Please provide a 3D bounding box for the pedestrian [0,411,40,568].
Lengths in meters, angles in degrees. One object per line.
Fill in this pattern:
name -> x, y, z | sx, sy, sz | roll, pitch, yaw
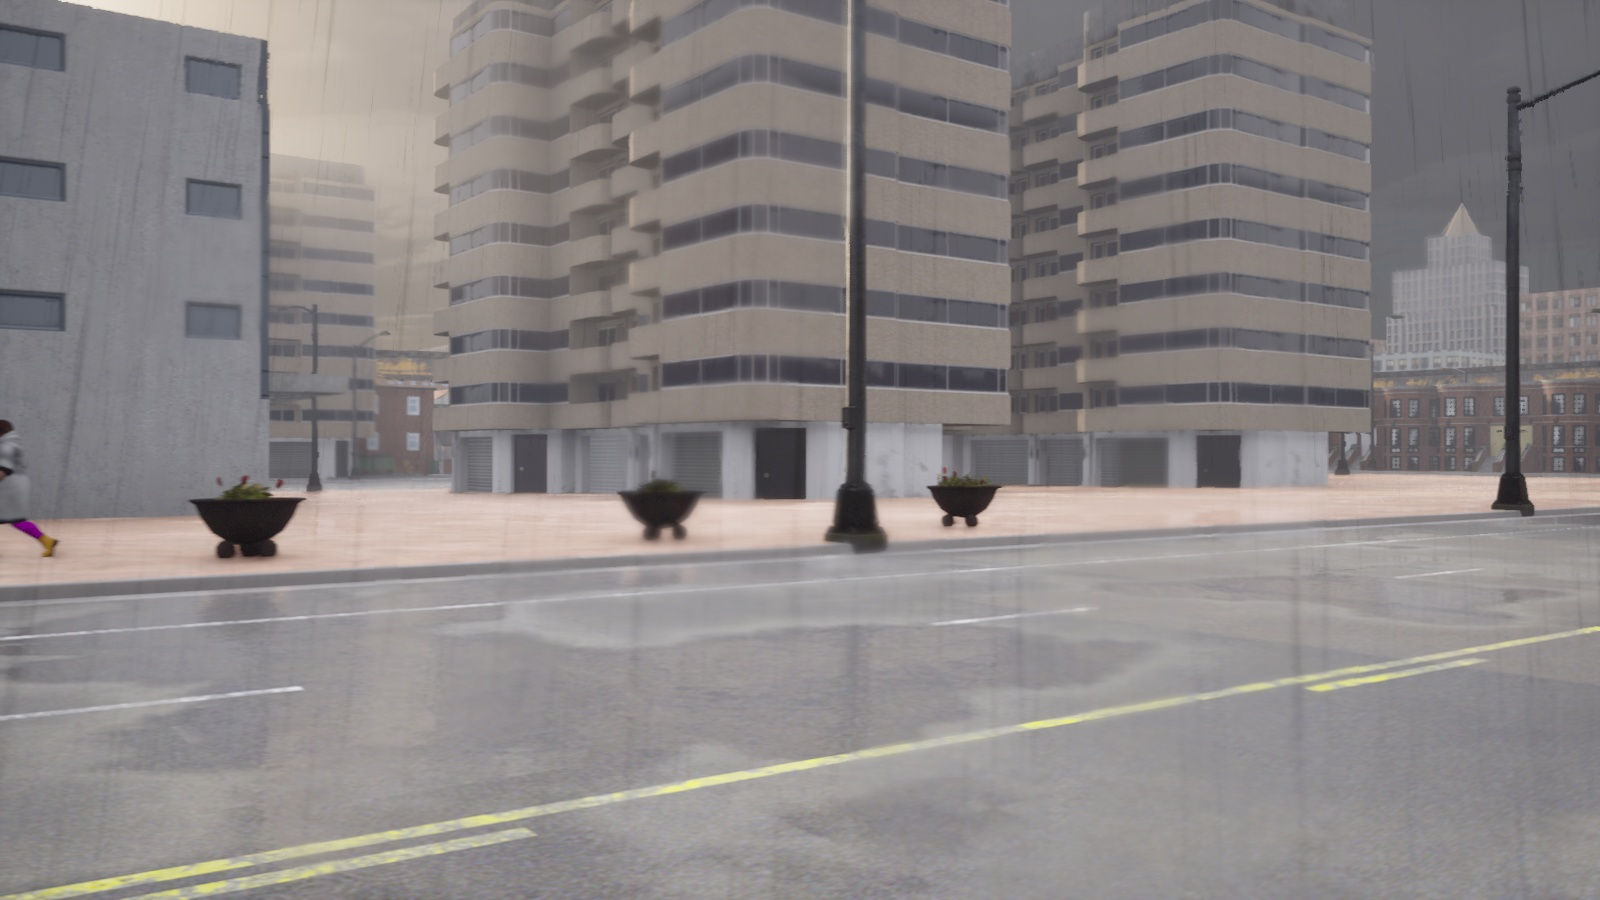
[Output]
pedestrian -> -10.158, 0.491, 15.916 | 0.873, 1.952, 0.659 | 0, 0, -34
